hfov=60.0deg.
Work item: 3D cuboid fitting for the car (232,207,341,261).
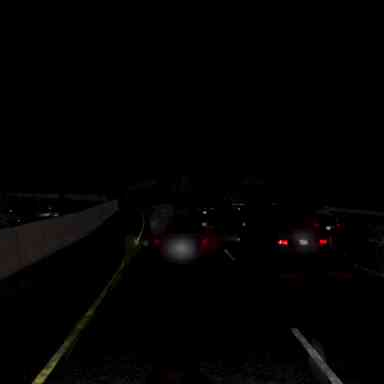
[{"bbox_3d":[3.056,1.497,12.094,2.033,1.411,5.357,0,0,-4],"label":"car"}]

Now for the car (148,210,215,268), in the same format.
[{"bbox_3d":[-0.406,1.519,11.140,1.994,1.385,4.181,0,0,-4],"label":"car"}]

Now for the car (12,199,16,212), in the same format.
[{"bbox_3d":[-17.874,1.422,34.365,2.033,1.411,5.357,0,0,-12],"label":"car"}]

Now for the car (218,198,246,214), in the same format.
[{"bbox_3d":[3.929,1.356,33.050,2.128,1.511,4.902,0,0,-10],"label":"car"}]

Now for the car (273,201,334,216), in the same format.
[{"bbox_3d":[6.086,1.450,17.660,1.812,1.442,4.674,0,0,-5],"label":"car"}]

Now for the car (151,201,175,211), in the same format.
[{"bbox_3d":[-2.764,1.479,30.802,1.895,1.301,4.718,0,0,-10],"label":"car"}]

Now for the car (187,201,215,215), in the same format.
[{"bbox_3d":[0.735,1.475,31.135,1.895,1.301,4.718,0,0,-10],"label":"car"}]
